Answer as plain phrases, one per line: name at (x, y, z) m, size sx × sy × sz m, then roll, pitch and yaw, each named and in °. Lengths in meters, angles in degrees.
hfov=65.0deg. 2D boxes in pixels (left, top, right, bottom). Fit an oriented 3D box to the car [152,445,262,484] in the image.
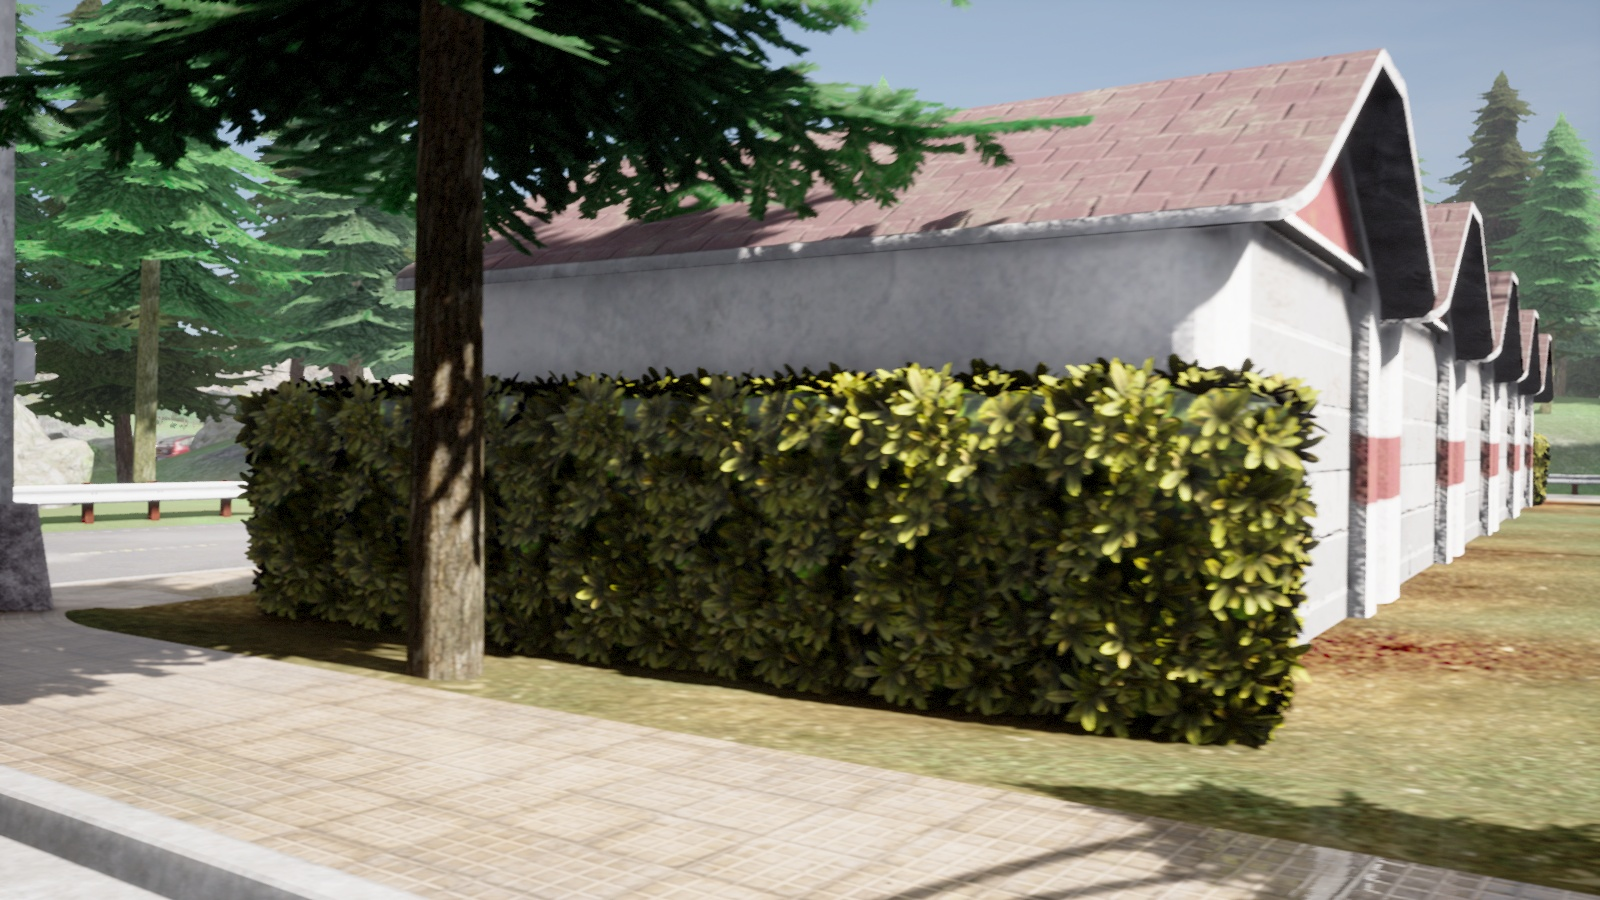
car at (-24.576, 0.565, 52.141) m, size 1.789 × 1.549 × 3.705 m, roll 0°, pitch 1°, yaw 34°
